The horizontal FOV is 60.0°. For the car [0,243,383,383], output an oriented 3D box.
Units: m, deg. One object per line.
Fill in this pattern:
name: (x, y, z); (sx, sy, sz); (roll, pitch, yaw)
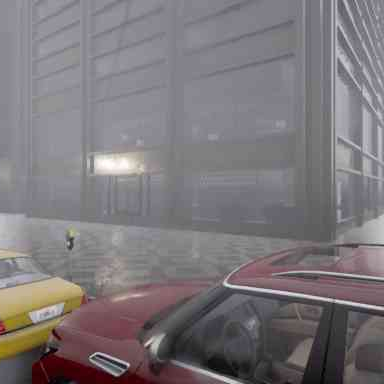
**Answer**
car: (1.017, 1.315, 2.237); (5.009, 1.841, 2.192); (0, 0, 35)
